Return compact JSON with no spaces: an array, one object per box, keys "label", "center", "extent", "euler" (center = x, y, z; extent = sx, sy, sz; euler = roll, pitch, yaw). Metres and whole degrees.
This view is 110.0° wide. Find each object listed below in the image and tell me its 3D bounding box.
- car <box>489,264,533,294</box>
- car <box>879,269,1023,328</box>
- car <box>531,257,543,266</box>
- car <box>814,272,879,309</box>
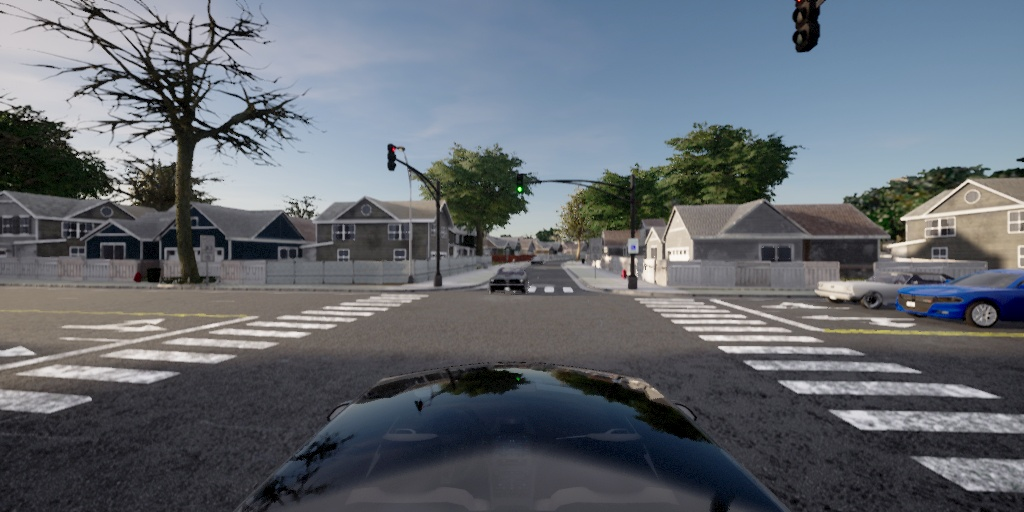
[{"label":"car","center":[-0.051,1.255,19.482],"extent":[1.895,1.301,4.718],"euler":[0,0,5]},{"label":"car","center":[13.969,1.105,10.007],"extent":[5.008,1.535,1.882],"euler":[0,0,8]},{"label":"car","center":[4.275,0.838,61.762],"extent":[1.882,1.535,5.008],"euler":[0,1,8]},{"label":"car","center":[14.272,1.233,13.246],"extent":[4.718,1.301,1.895],"euler":[0,0,8]}]
